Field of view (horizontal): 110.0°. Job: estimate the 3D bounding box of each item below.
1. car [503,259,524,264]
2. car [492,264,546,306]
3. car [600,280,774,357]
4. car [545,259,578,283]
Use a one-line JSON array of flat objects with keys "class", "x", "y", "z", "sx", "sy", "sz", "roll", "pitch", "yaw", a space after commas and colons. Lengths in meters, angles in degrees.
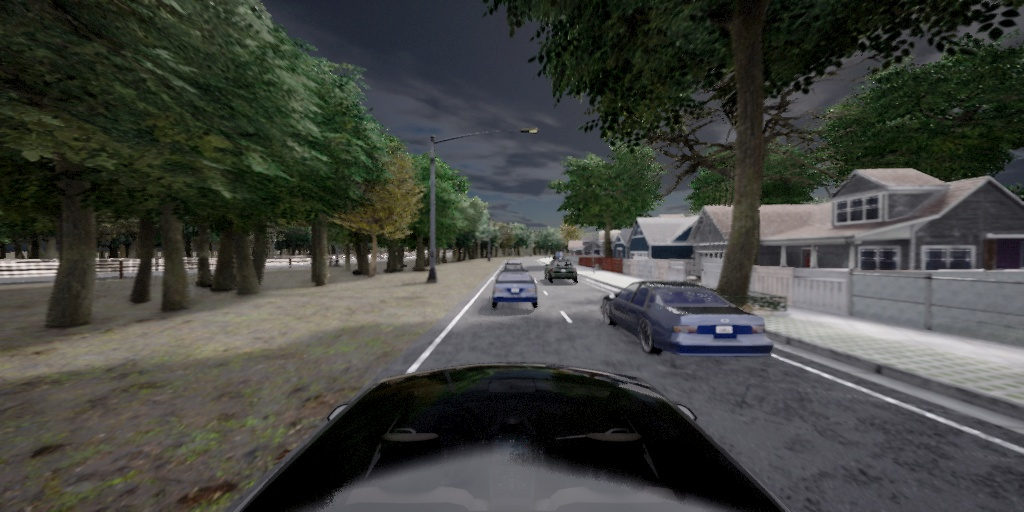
[{"class": "car", "x": 0.155, "y": 1.077, "z": 37.062, "sx": 2.128, "sy": 1.511, "sz": 4.902, "roll": 0, "pitch": 0, "yaw": 0}, {"class": "car", "x": 0.113, "y": 1.270, "z": 15.408, "sx": 2.033, "sy": 1.411, "sz": 5.357, "roll": 0, "pitch": 0, "yaw": 0}, {"class": "car", "x": 3.608, "y": 1.295, "z": 8.604, "sx": 2.033, "sy": 1.411, "sz": 5.357, "roll": 0, "pitch": 0, "yaw": 0}, {"class": "car", "x": 3.639, "y": 1.017, "z": 27.379, "sx": 2.097, "sy": 1.767, "sz": 4.553, "roll": 0, "pitch": 0, "yaw": 0}]
